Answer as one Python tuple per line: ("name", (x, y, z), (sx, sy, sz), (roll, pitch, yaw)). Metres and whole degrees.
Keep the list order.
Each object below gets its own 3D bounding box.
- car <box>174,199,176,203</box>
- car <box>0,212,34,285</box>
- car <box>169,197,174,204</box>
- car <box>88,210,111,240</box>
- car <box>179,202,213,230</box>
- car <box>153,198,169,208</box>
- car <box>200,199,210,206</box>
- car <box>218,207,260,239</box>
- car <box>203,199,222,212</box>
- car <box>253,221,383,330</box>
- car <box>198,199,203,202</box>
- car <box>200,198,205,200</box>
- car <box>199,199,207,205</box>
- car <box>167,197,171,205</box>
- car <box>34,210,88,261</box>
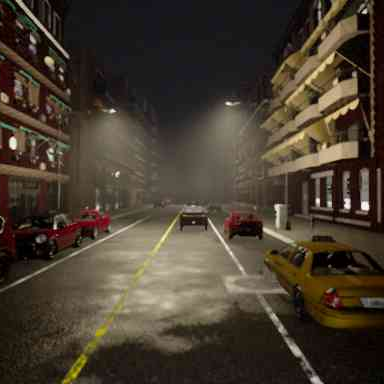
("car", (-5.643, 2.124, 85.888), (2.192, 1.841, 5.009), (0, -1, 0))
("car", (-5.685, 1.383, 6.984), (2.192, 1.841, 5.009), (0, -1, 0))
("car", (-5.650, 2.249, 74.613), (1.887, 1.381, 4.507), (0, -1, 0))
("car", (-5.680, 1.719, 18.254), (1.887, 1.381, 4.507), (0, -1, 0))
("car", (0.112, 1.712, 23.050), (2.128, 1.511, 4.902), (0, -1, 0))
("car", (-5.659, 2.097, 57.704), (2.008, 1.369, 4.403), (0, -1, 0))
("car", (2.727, 2.218, 68.968), (1.947, 1.339, 4.313), (0, -1, 0))
("car", (2.700, 1.720, 18.245), (1.887, 1.381, 4.507), (0, -1, 0))
("car", (2.713, 1.939, 40.788), (2.008, 1.369, 4.403), (0, -1, 0))
("car", (2.695, 1.595, 7.143), (1.752, 1.417, 4.829), (0, -1, 0))
("car", (0.121, 1.940, 41.328), (2.033, 1.411, 5.357), (0, -1, 0))
("car", (2.725, 2.126, 63.503), (1.752, 1.417, 4.829), (0, -1, 0))
("car", (2.733, 2.339, 80.240), (1.802, 1.307, 4.206), (0, -1, 0))
("car", (-5.657, 2.150, 63.341), (2.008, 1.369, 4.403), (0, -1, 0))
("car", (-5.683, 1.561, 12.618), (1.967, 1.590, 4.097), (0, -1, 0))
